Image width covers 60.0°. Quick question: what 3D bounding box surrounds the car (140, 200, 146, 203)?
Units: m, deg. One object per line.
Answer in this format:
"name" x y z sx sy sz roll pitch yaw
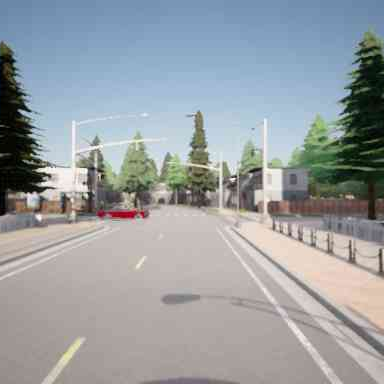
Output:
"car" -11.237 2.537 72.706 1.994 1.385 4.181 0 -1 -26

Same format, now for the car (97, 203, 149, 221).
"car" -6.461 2.018 31.670 4.718 1.301 1.895 0 -1 2
